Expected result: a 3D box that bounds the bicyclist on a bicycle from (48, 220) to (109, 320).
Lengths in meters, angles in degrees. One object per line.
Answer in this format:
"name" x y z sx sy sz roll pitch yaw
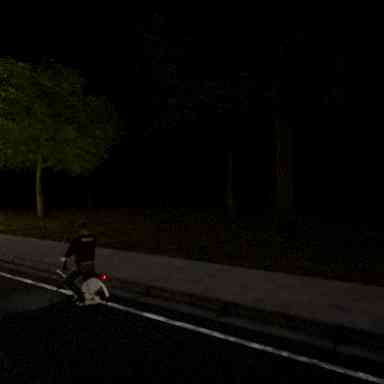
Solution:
"bicyclist on a bicycle" -2.195 1.402 6.231 1.843 1.776 0.659 0 0 36
